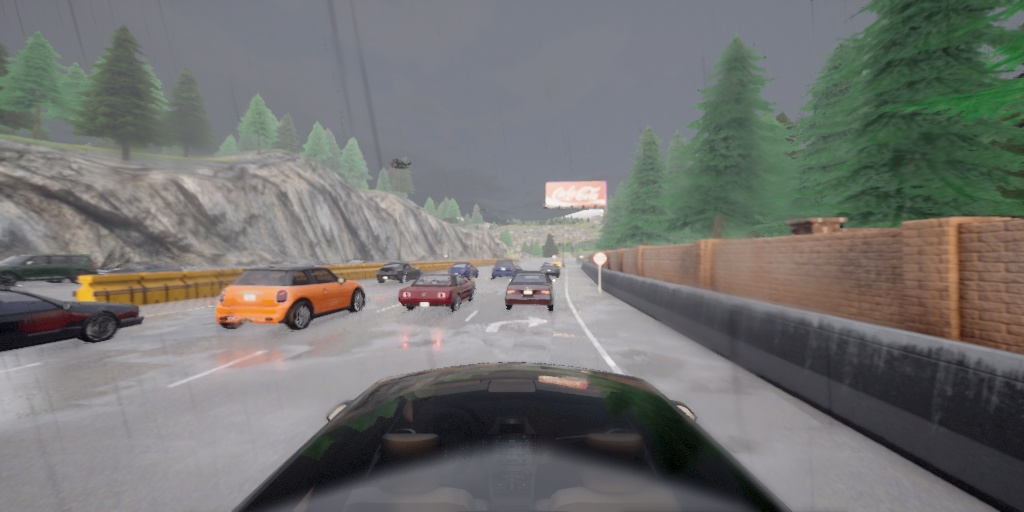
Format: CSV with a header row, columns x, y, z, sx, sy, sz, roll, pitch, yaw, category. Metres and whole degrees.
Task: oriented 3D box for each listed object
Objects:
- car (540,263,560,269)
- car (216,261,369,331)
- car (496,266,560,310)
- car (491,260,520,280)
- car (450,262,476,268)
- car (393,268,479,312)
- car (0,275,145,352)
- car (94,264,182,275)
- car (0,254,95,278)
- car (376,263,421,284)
x,y,z,sx,sy,sz,roll,pitch,yaw,category
3.709,1.325,35.490,1.994,1.385,4.181,0,0,9,car
-6.462,1.083,11.154,2.097,1.767,4.553,0,0,4,car
0.808,1.300,14.856,2.033,1.411,5.357,0,0,6,car
-0.411,1.101,31.612,2.097,1.767,4.553,0,0,8,car
-4.135,1.263,30.493,1.812,1.442,4.674,0,0,8,car
-2.738,1.343,14.282,1.895,1.301,4.718,0,0,5,car
-10.264,1.267,6.517,2.033,1.411,5.357,0,0,2,car
-26.237,1.236,25.698,1.994,1.385,4.181,0,0,8,car
-30.182,0.883,22.674,2.150,2.045,5.566,0,0,7,car
-8.219,1.230,26.603,1.837,1.490,4.892,0,0,8,car
